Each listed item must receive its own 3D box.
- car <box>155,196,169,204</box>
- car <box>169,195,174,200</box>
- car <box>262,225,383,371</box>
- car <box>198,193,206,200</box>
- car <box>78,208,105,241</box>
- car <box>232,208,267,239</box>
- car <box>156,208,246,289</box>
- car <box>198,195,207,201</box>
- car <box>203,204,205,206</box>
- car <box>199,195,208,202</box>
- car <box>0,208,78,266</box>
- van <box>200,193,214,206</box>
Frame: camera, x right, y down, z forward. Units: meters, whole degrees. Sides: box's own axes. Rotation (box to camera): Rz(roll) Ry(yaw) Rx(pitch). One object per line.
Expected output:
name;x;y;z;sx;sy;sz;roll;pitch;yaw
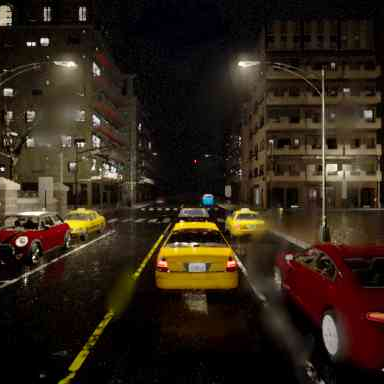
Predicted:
car;-5.717;1.556;60.705;1.802;1.307;4.206;1;0;0
car;-5.733;1.516;89.060;1.802;1.307;4.206;1;0;0
car;2.694;1.546;5.755;1.887;1.381;4.507;1;0;0
car;2.651;1.249;89.007;2.192;1.841;5.009;1;0;0
car;-5.692;1.527;16.831;1.752;1.417;4.829;1;0;0
car;2.688;1.527;17.159;1.752;1.417;4.829;1;0;0
car;0.094;1.458;9.127;1.801;1.575;5.366;0;0;0
car;2.651;1.495;83.336;2.008;1.369;4.403;1;0;0
car;0.096;1.603;19.616;1.895;1.301;4.718;0;0;0
car;2.654;1.503;77.665;2.008;1.369;4.403;1;0;0
car;-5.688;1.442;11.387;1.967;1.590;4.097;1;0;0
van;2.670;1.321;54.981;1.690;1.788;3.998;1;0;0
